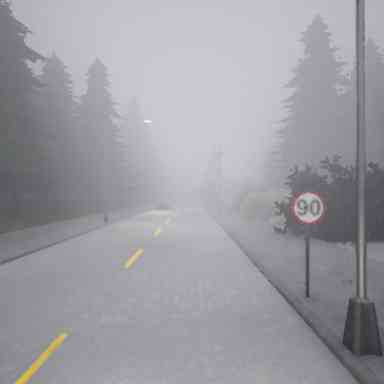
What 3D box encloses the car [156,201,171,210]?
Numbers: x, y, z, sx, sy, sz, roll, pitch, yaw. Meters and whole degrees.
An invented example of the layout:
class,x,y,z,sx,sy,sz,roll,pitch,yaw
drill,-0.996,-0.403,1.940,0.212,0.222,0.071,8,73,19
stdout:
class,x,y,z,sx,sy,sz,roll,pitch,yaw
car,-4.033,1.929,47.417,1.895,1.301,4.718,0,0,0
